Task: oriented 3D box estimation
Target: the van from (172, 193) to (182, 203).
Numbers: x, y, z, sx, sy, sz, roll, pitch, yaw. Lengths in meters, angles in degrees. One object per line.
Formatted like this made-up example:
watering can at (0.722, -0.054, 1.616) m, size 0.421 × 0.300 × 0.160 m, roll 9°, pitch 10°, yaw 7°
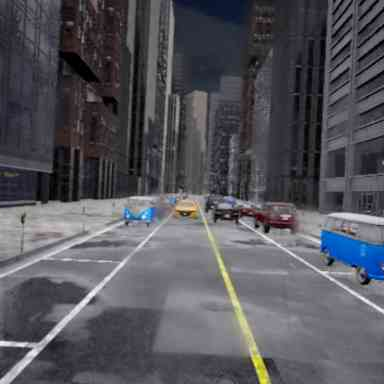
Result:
van at (-2.983, 1.203, 66.098) m, size 1.690 × 1.788 × 3.998 m, roll 3°, pitch 0°, yaw 0°

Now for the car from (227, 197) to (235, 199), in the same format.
car at (5.372, 1.705, 38.012) m, size 1.967 × 1.590 × 4.097 m, roll 3°, pitch 0°, yaw 0°

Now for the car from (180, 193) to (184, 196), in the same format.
car at (-3.018, 1.299, 60.489) m, size 1.967 × 1.590 × 4.097 m, roll 3°, pitch 0°, yaw 0°

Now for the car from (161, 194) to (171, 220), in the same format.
car at (-3.199, 1.158, 26.832) m, size 2.192 × 1.841 × 5.009 m, roll 3°, pitch 0°, yaw 0°

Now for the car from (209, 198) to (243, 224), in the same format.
car at (2.622, 1.606, 26.951) m, size 1.882 × 1.535 × 5.008 m, roll 3°, pitch 0°, yaw 0°

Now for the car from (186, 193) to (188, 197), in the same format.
car at (-2.840, 1.463, 94.144) m, size 1.947 × 1.339 × 4.313 m, roll 3°, pitch 0°, yaw 0°

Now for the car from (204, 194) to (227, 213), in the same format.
car at (2.643, 1.356, 38.879) m, size 2.150 × 2.045 × 5.566 m, roll 3°, pitch 0°, yaw 1°

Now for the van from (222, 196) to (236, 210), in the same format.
van at (5.439, 1.611, 49.231) m, size 1.690 × 1.788 × 3.998 m, roll 3°, pitch 0°, yaw 0°

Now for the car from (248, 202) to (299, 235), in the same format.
car at (5.285, 1.573, 21.185) m, size 2.192 × 1.841 × 5.009 m, roll 3°, pitch 0°, yaw 0°

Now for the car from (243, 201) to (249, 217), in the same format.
car at (5.336, 1.807, 32.404) m, size 1.887 × 1.381 × 4.507 m, roll 3°, pitch 0°, yaw 0°

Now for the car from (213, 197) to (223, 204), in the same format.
car at (5.555, 1.807, 71.837) m, size 1.752 × 1.417 × 4.829 m, roll 3°, pitch 0°, yaw 0°

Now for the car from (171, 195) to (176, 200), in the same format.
car at (-3.148, 1.399, 38.050) m, size 2.008 × 1.369 × 4.403 m, roll 3°, pitch 0°, yaw 0°

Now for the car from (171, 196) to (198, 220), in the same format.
car at (-0.508, 1.453, 28.576) m, size 1.882 × 1.535 × 5.008 m, roll 3°, pitch 0°, yaw 1°

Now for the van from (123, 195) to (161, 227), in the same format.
van at (-3.231, 1.182, 21.223) m, size 1.690 × 1.788 × 3.998 m, roll 3°, pitch 0°, yaw 0°

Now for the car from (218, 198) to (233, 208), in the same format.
car at (5.460, 1.817, 54.840) m, size 1.887 × 1.381 × 4.507 m, roll 3°, pitch 0°, yaw 0°

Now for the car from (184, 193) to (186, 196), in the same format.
car at (-2.931, 1.397, 77.146) m, size 1.752 × 1.417 × 4.829 m, roll 3°, pitch 0°, yaw 0°

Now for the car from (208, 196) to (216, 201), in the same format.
car at (5.676, 1.864, 94.102) m, size 2.008 × 1.369 × 4.403 m, roll 3°, pitch 0°, yaw 0°

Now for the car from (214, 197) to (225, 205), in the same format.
car at (5.524, 1.803, 66.228) m, size 1.752 × 1.417 × 4.829 m, roll 3°, pitch 0°, yaw 0°

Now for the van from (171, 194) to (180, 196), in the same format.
van at (-3.076, 1.195, 49.270) m, size 1.690 × 1.788 × 3.998 m, roll 3°, pitch 0°, yaw 0°

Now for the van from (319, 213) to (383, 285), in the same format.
van at (5.222, 1.595, 9.967) m, size 1.690 × 1.788 × 3.998 m, roll 3°, pitch 0°, yaw 0°
